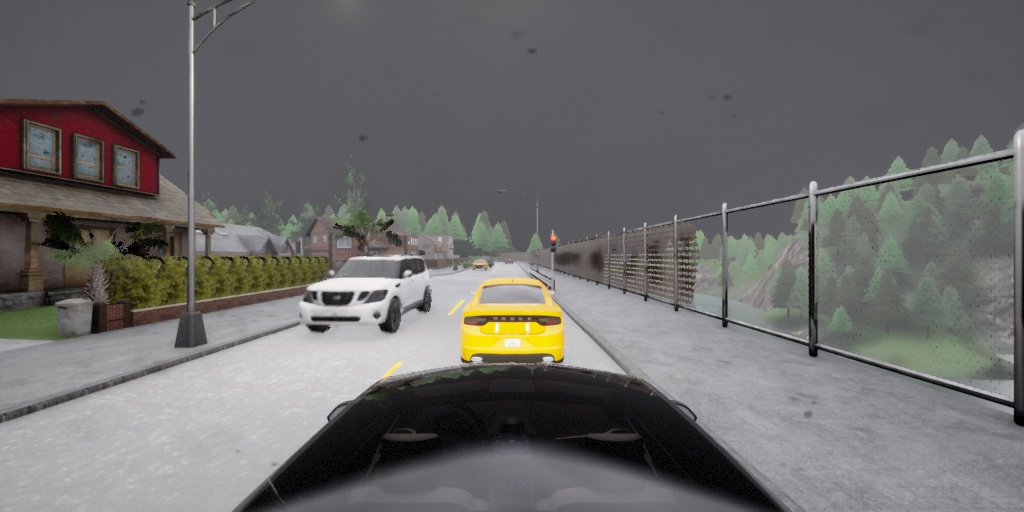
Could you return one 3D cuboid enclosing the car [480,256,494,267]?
[{"bbox_3d":[-4.582,0.967,61.373,2.150,2.045,5.566,0,0,0],"label":"car"}]

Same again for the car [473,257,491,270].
[{"bbox_3d":[-4.517,1.224,51.429,1.882,1.535,5.008,0,0,0],"label":"car"}]

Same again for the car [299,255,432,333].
[{"bbox_3d":[-4.050,0.970,11.067,2.150,2.045,5.566,0,0,1],"label":"car"}]

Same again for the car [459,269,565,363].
[{"bbox_3d":[0.006,1.227,8.171,1.882,1.535,5.008,0,0,0],"label":"car"}]
